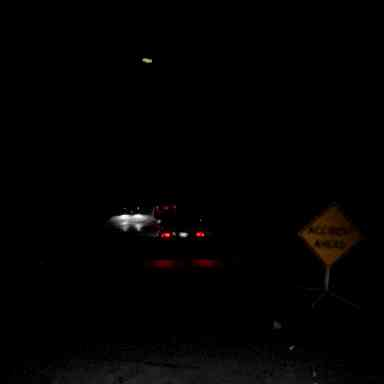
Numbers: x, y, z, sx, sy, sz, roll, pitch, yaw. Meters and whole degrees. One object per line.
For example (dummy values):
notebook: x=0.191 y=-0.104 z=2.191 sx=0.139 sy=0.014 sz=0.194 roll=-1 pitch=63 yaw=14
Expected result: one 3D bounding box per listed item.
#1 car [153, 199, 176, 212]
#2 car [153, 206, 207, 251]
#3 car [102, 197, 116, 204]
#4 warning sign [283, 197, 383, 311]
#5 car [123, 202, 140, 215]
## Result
car: x=-2.640 y=1.484 z=32.062 sx=2.097 sy=1.767 sz=4.553 roll=-1 pitch=-1 yaw=-9
car: x=-0.487 y=1.547 z=14.107 sx=2.033 sy=1.411 sz=5.357 roll=0 pitch=0 yaw=-4
car: x=-18.757 y=2.161 z=76.847 sx=1.882 sy=1.535 sz=5.008 roll=-2 pitch=0 yaw=-23
warning sign: x=2.607 y=1.101 z=6.320 sx=1.300 sy=1.860 sz=1.060 roll=3 pitch=4 yaw=-2
car: x=-6.921 y=1.863 z=37.946 sx=1.895 sy=1.301 sz=4.718 roll=-1 pitch=-1 yaw=-11
